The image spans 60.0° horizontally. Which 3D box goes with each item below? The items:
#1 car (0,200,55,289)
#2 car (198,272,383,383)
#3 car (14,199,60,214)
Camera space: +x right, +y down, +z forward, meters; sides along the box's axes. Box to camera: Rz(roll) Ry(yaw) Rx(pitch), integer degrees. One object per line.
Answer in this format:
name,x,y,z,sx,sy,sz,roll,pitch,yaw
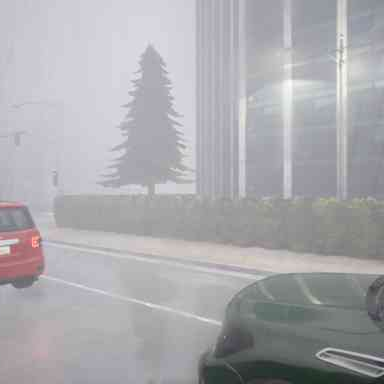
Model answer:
car,-5.762,1.221,8.033,5.566,2.045,2.150,0,0,38
car,2.711,1.221,2.057,5.566,2.045,2.150,0,0,36
car,-17.214,1.564,37.021,1.994,1.385,4.181,0,0,36
